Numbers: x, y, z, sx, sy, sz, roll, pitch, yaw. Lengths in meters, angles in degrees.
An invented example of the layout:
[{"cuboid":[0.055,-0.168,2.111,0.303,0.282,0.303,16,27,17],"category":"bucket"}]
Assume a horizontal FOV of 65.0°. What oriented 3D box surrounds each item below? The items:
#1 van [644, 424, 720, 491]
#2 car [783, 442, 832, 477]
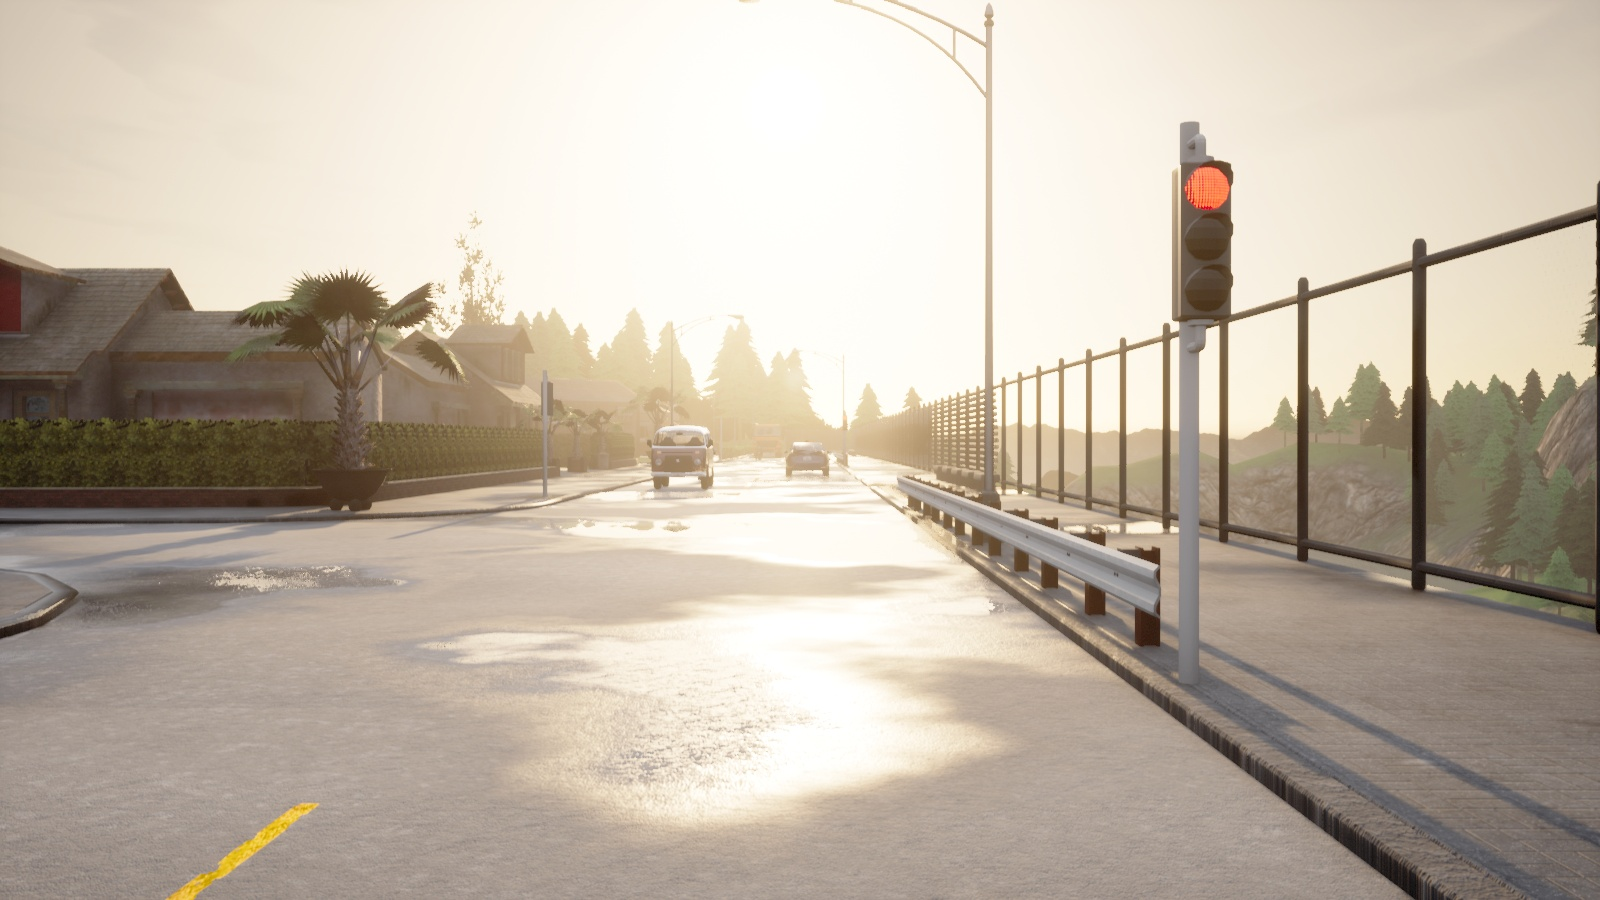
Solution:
[{"cuboid":[-3.779,0.218,40.949,2.069,2.038,4.480,0,0,0],"category":"van"},{"cuboid":[0.337,0.400,57.103,2.163,1.488,4.792,0,0,0],"category":"car"}]
